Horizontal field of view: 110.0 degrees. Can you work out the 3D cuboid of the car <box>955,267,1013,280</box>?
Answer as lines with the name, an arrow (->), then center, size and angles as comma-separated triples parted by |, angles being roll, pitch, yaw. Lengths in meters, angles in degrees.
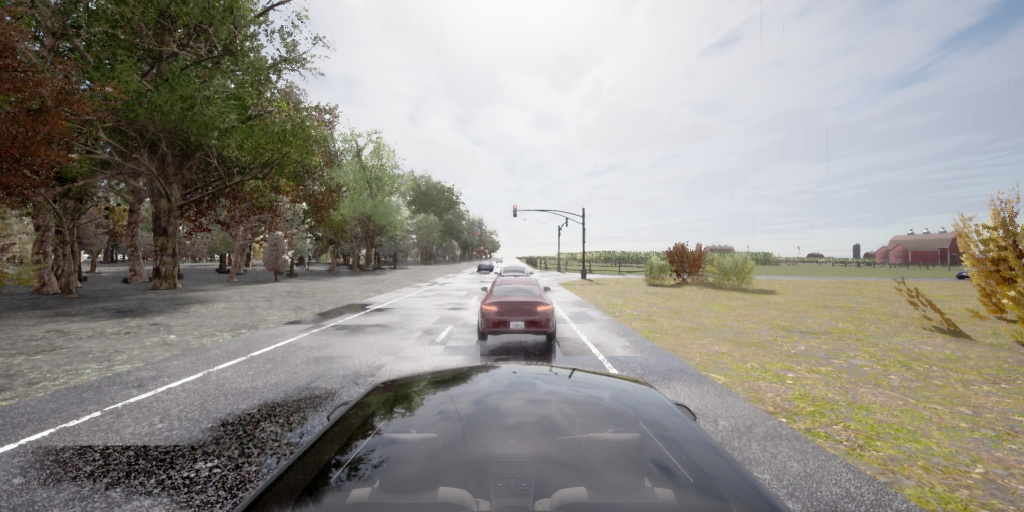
car -> 48.942, 1.845, 37.138 | 4.181, 1.385, 1.994 | 1, -1, 0

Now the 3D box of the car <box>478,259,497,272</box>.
car -> -3.387, 1.320, 46.848 | 1.994, 1.385, 4.181 | 0, 0, 0

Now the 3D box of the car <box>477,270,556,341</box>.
car -> 0.111, 1.278, 9.780 | 1.812, 1.442, 4.674 | 0, 0, 0

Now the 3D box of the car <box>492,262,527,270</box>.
car -> 0.104, 1.259, 19.042 | 1.837, 1.490, 4.892 | 0, 0, 0
